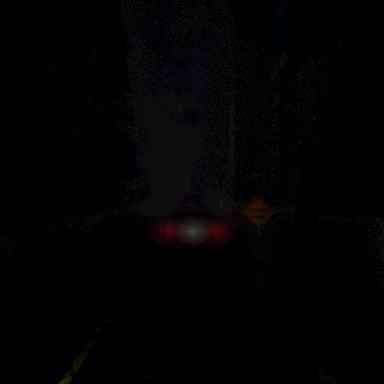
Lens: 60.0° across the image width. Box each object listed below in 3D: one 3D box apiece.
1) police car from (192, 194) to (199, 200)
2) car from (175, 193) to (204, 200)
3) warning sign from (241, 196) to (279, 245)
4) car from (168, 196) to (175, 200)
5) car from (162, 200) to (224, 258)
[{"bbox_3d":[0.889,1.464,93.557,1.930,1.638,5.238,0,0,0],"label":"police car"},{"bbox_3d":[0.034,1.216,26.839,2.150,2.045,5.566,0,0,1],"label":"car"},{"bbox_3d":[2.715,1.112,13.446,1.300,1.860,1.060,0,0,0],"label":"warning sign"},{"bbox_3d":[-3.055,1.461,58.686,1.882,1.535,5.008,0,0,0],"label":"car"},{"bbox_3d":[0.045,1.348,12.914,2.097,1.767,4.553,0,0,0],"label":"car"}]
